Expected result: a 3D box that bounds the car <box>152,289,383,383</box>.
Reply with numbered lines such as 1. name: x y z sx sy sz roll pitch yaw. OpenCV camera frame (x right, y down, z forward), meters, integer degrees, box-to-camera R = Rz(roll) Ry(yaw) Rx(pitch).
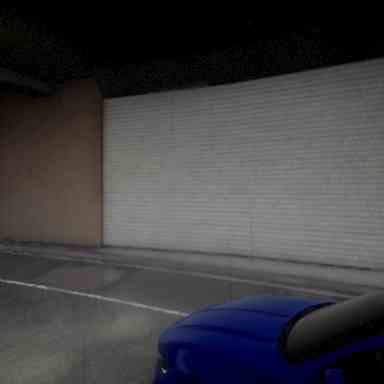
1. car: 1.935 1.452 2.324 5.008 1.535 1.882 0 0 35
